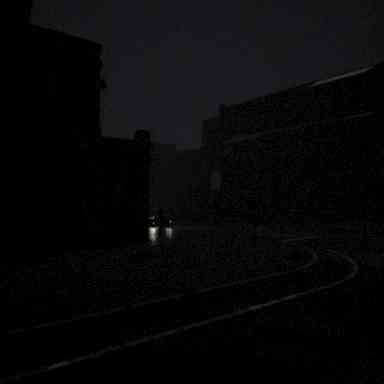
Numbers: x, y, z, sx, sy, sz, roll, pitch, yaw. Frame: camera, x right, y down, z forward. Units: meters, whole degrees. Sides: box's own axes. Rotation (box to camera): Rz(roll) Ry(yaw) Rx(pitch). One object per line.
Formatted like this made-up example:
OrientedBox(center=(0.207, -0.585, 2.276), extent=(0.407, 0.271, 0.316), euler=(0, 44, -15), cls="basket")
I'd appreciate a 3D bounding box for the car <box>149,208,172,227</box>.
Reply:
OrientedBox(center=(-3.640, 2.130, 28.133), extent=(2.097, 1.767, 4.553), euler=(1, -6, -37), cls="car")
